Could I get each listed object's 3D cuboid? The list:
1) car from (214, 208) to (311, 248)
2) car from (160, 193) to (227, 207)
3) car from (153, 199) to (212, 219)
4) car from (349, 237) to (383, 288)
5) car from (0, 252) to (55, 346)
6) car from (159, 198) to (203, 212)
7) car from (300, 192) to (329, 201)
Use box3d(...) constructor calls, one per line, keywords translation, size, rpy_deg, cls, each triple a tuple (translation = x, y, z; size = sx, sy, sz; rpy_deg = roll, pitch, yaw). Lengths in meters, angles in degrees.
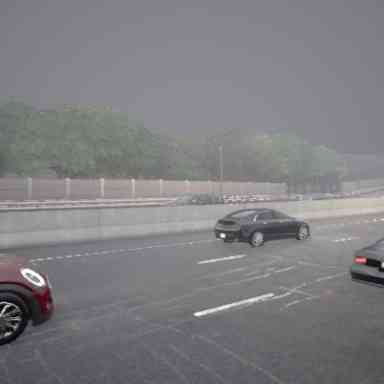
box3d(translation=(3.199, 1.462, 14.599), size=(4.892, 1.490, 1.837), rpy_deg=(-1, 0, -35), cls="car")
box3d(translation=(0.187, 1.146, 25.579), size=(5.566, 2.045, 2.150), rpy_deg=(0, 0, -35), cls="car")
box3d(translation=(-0.776, 1.415, 29.183), size=(4.892, 1.490, 1.837), rpy_deg=(0, 0, -35), cls="car")
box3d(translation=(6.010, 1.517, 8.136), size=(5.357, 1.411, 2.033), rpy_deg=(0, 0, -35), cls="car")
box3d(translation=(-4.495, 1.350, 4.836), size=(4.553, 1.767, 2.097), rpy_deg=(0, 0, -35), cls="car")
box3d(translation=(-1.188, 1.454, 37.464), size=(4.718, 1.301, 1.895), rpy_deg=(-1, 1, -35), cls="car")
box3d(translation=(16.839, 0.946, 45.787), size=(4.553, 1.767, 2.097), rpy_deg=(-1, 1, -34), cls="car")
